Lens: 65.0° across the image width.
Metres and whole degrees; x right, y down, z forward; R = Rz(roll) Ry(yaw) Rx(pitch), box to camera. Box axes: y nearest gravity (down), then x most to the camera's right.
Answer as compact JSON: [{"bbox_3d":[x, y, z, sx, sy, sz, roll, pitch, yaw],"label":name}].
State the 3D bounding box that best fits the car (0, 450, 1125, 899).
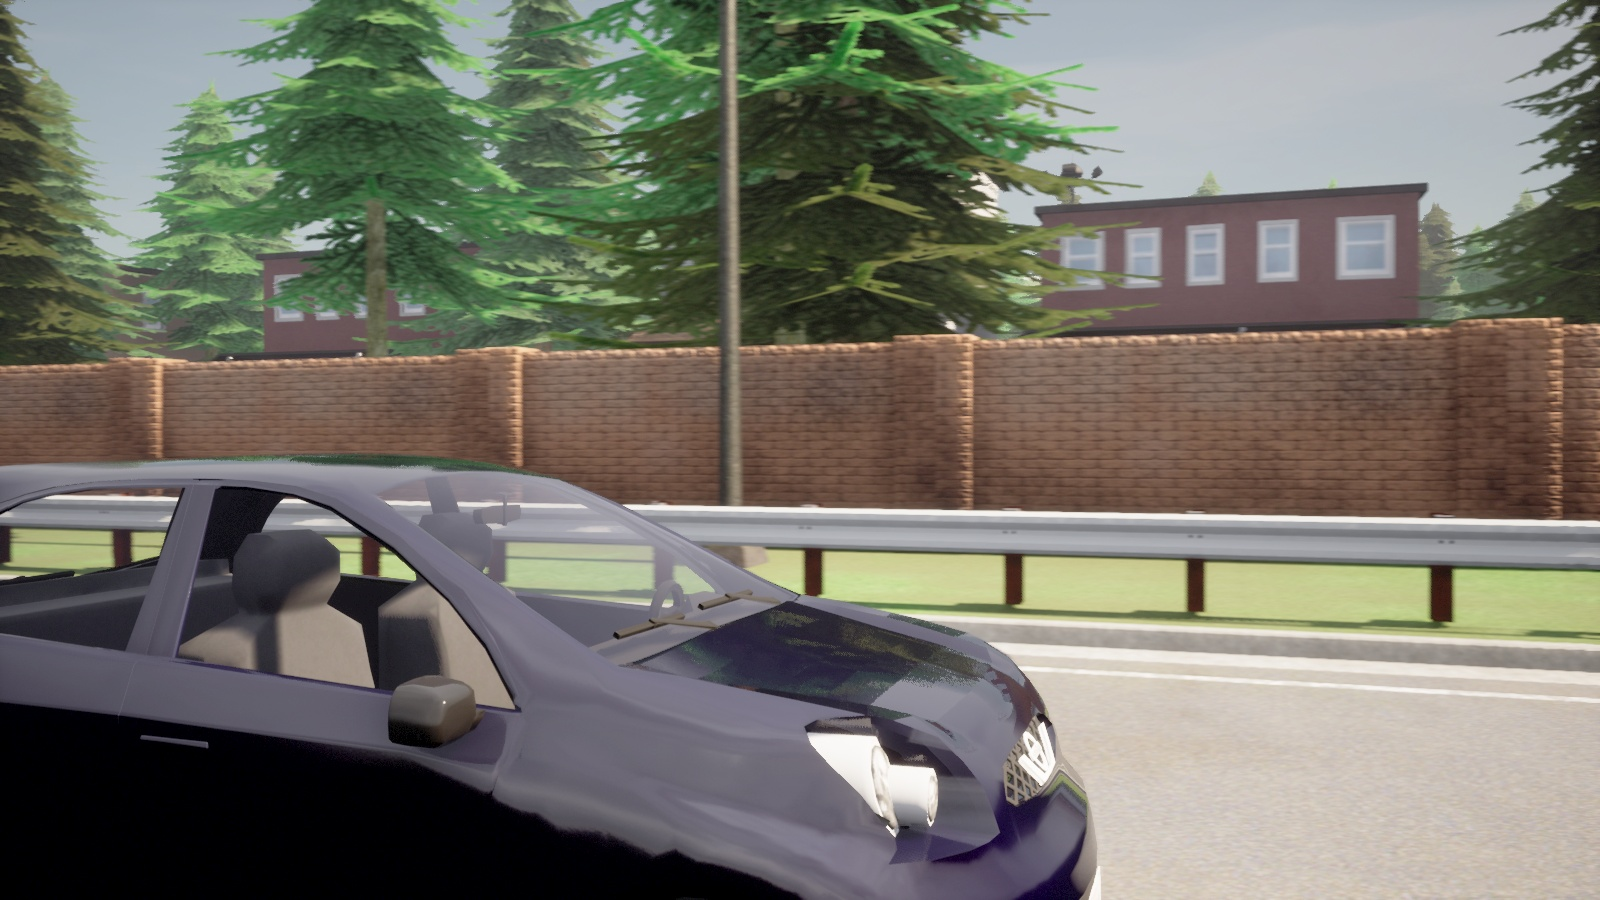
[{"bbox_3d":[-1.029,0.781,3.540,3.633,1.501,1.845,1,1,19],"label":"car"}]
